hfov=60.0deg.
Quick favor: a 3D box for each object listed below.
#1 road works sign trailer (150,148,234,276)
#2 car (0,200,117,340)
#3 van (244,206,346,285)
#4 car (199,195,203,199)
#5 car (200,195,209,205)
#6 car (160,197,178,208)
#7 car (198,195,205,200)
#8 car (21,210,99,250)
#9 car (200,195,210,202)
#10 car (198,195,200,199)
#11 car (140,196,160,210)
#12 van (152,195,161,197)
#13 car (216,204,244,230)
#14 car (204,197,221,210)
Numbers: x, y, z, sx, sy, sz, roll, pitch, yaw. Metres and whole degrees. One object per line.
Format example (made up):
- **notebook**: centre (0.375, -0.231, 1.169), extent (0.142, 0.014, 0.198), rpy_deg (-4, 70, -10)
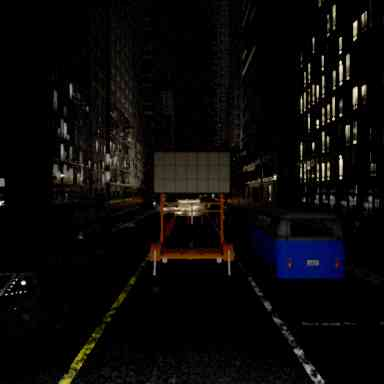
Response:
- **road works sign trailer**: centre (0.001, 0.464, 10.265), extent (2.380, 3.560, 2.880), rpy_deg (0, 0, 0)
- **car**: centre (-3.100, 1.221, 6.908), extent (2.150, 2.045, 5.566), rpy_deg (0, 0, 0)
- **van**: centre (2.691, 1.340, 9.246), extent (1.690, 1.788, 3.998), rpy_deg (0, 0, 0)
- **car**: centre (2.692, 1.536, 54.785), extent (2.008, 1.369, 4.403), rpy_deg (0, 0, 0)
- **car**: centre (2.692, 1.542, 49.093), extent (2.008, 1.369, 4.403), rpy_deg (0, 0, 0)
- **car**: centre (-3.095, 1.469, 48.601), extent (1.882, 1.535, 5.008), rpy_deg (0, 0, 0)
- **car**: centre (2.694, 1.458, 94.633), extent (1.887, 1.381, 4.507), rpy_deg (0, 0, 0)
- **car**: centre (-5.690, 1.581, 14.941), extent (1.802, 1.307, 4.206), rpy_deg (0, 0, 0)
- **car**: centre (2.693, 1.398, 71.862), extent (1.967, 1.590, 4.097), rpy_deg (0, 0, 0)
- **car**: centre (2.693, 1.407, 66.170), extent (1.967, 1.590, 4.097), rpy_deg (0, 0, 0)
- **car**: centre (-5.689, 1.546, 43.404), extent (2.008, 1.369, 4.403), rpy_deg (0, 0, 0)
- **van**: centre (-5.688, 1.326, 54.789), extent (1.690, 1.788, 3.998), rpy_deg (0, 0, 0)
- **car**: centre (2.691, 1.580, 20.630), extent (1.802, 1.307, 4.206), rpy_deg (0, 0, 0)
- **car**: centre (2.692, 1.579, 37.708), extent (1.802, 1.307, 4.206), rpy_deg (0, 0, 0)
